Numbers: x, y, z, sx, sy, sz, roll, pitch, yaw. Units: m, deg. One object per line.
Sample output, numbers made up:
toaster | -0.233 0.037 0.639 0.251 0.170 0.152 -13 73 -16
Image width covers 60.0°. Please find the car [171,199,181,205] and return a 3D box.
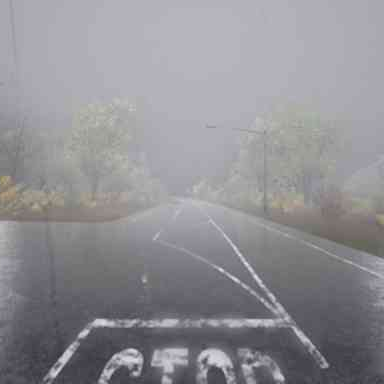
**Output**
car | -3.610 2.249 75.273 1.994 1.385 4.181 0 -1 3
